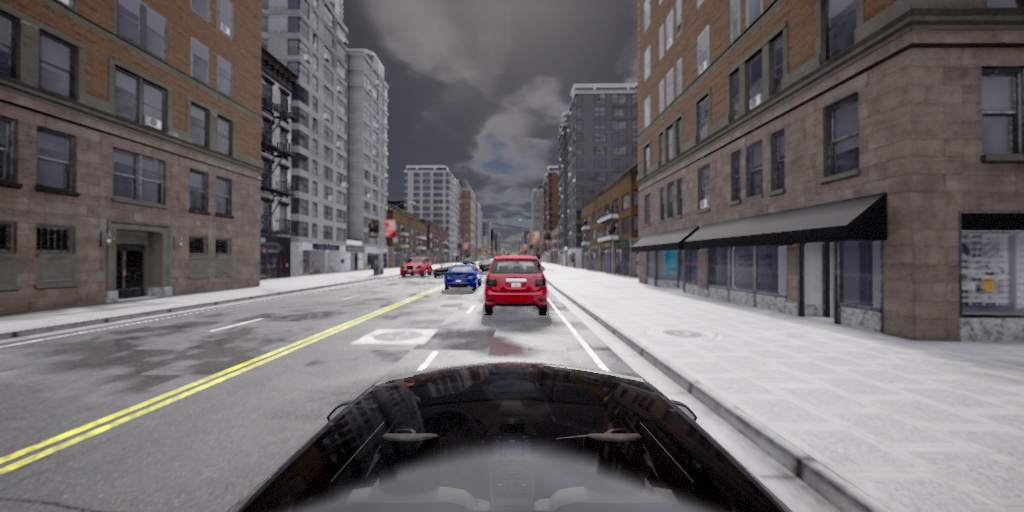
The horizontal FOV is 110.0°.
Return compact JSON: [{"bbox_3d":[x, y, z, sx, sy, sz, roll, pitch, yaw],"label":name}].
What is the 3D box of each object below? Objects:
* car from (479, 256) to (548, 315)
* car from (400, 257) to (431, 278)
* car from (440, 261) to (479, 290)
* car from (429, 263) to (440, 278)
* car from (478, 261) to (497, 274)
[{"bbox_3d":[0.148,1.016,13.937,2.150,2.045,5.566,0,0,0],"label":"car"},{"bbox_3d":[-9.676,1.103,36.709,2.150,2.045,5.566,0,0,0],"label":"car"},{"bbox_3d":[-3.048,1.306,23.032,1.882,1.535,5.008,0,0,0],"label":"car"},{"bbox_3d":[-6.434,1.476,35.328,1.895,1.301,4.718,0,0,0],"label":"car"},{"bbox_3d":[-2.941,1.386,43.946,1.882,1.535,5.008,0,-1,0],"label":"car"}]
